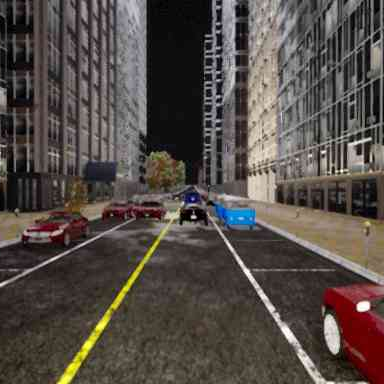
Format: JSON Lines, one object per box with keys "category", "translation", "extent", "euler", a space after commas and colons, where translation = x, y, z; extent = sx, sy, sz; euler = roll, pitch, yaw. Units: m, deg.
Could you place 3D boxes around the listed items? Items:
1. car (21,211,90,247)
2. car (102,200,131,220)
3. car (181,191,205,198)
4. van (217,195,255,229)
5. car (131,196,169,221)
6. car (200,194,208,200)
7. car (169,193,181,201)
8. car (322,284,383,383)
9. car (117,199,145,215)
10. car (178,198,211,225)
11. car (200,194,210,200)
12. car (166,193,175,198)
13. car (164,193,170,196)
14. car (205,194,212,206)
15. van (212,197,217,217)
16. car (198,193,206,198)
{"category": "car", "translation": [-5.687, 1.488, 14.400], "extent": [1.802, 1.307, 4.206], "euler": [0, 0, 0]}
{"category": "car", "translation": [-5.684, 1.375, 25.797], "extent": [1.887, 1.381, 4.507], "euler": [0, 0, 0]}
{"category": "car", "translation": [0.115, 0.944, 41.391], "extent": [2.150, 2.045, 5.566], "euler": [0, 1, 1]}
{"category": "van", "translation": [2.695, 1.210, 20.093], "extent": [1.690, 1.788, 3.998], "euler": [0, 0, 0]}
{"category": "car", "translation": [-3.092, 1.310, 25.507], "extent": [1.882, 1.535, 5.008], "euler": [0, 0, 0]}
{"category": "car", "translation": [2.710, 1.043, 77.076], "extent": [1.802, 1.307, 4.206], "euler": [0, 0, 0]}
{"category": "car", "translation": [-2.990, 1.054, 67.105], "extent": [1.812, 1.442, 4.674], "euler": [0, 0, 0]}
{"category": "car", "translation": [2.690, 1.525, 3.000], "extent": [1.887, 1.381, 4.507], "euler": [0, 0, 0]}
{"category": "car", "translation": [-5.683, 1.374, 31.496], "extent": [1.802, 1.307, 4.206], "euler": [0, 0, 0]}
{"category": "car", "translation": [0.105, 1.376, 22.809], "extent": [1.812, 1.442, 4.674], "euler": [0, 0, 0]}
{"category": "car", "translation": [2.708, 1.047, 71.378], "extent": [1.887, 1.381, 4.507], "euler": [0, 0, 0]}
{"category": "car", "translation": [-5.667, 0.913, 88.479], "extent": [1.887, 1.381, 4.507], "euler": [0, 0, 0]}
{"category": "car", "translation": [-5.671, 1.011, 77.079], "extent": [2.008, 1.369, 4.403], "euler": [0, 0, 0]}
{"category": "car", "translation": [2.701, 1.276, 42.890], "extent": [1.947, 1.339, 4.313], "euler": [0, 0, 0]}
{"category": "van", "translation": [2.696, 1.172, 25.792], "extent": [1.690, 1.788, 3.998], "euler": [0, 0, 0]}
{"category": "car", "translation": [2.714, 0.920, 88.477], "extent": [2.008, 1.369, 4.403], "euler": [0, 1, 0]}
